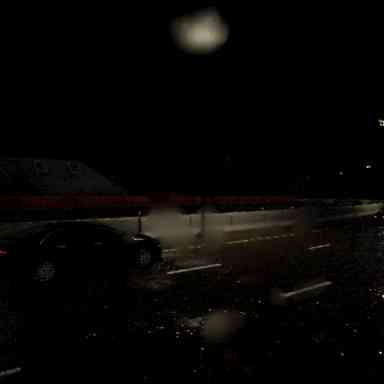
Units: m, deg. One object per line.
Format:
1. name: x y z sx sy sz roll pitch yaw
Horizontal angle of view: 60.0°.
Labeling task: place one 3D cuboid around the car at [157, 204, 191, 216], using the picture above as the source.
1. car: -1.078 2.075 34.732 4.181 1.385 1.994 1 -1 -43

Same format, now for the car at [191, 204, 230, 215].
1. car: 2.654 1.970 33.408 4.902 1.511 2.128 1 -1 -43

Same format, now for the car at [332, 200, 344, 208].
1. car: 28.799 2.312 65.535 1.837 1.490 4.892 -1 -1 31

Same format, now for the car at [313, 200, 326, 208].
1. car: 25.764 2.377 67.278 2.128 1.511 4.902 -1 -1 31

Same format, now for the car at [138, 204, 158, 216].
1. car: -3.759 2.044 37.011 4.902 1.511 2.128 1 -1 -43

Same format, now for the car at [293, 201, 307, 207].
1. car: 22.029 2.434 67.871 1.994 1.385 4.181 -1 -1 33

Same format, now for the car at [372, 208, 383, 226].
1. car: 15.537 1.870 25.632 2.033 1.411 5.357 -1 -1 44

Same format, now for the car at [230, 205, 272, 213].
1. car: 5.974 2.007 31.737 4.181 1.385 1.994 1 -1 -44

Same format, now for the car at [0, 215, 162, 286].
1. car: -3.210 1.666 10.033 4.892 1.490 1.837 0 0 -37

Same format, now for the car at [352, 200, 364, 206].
1. car: 31.833 2.313 63.791 2.033 1.411 5.357 -1 -1 31
